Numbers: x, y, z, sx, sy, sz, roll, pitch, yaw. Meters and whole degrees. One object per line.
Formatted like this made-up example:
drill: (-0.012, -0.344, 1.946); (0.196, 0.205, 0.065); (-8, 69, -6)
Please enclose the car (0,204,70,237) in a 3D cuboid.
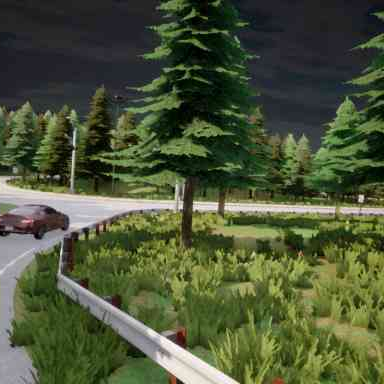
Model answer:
car: (-7.659, 1.336, 16.413); (1.812, 1.442, 4.674); (4, 1, 2)
